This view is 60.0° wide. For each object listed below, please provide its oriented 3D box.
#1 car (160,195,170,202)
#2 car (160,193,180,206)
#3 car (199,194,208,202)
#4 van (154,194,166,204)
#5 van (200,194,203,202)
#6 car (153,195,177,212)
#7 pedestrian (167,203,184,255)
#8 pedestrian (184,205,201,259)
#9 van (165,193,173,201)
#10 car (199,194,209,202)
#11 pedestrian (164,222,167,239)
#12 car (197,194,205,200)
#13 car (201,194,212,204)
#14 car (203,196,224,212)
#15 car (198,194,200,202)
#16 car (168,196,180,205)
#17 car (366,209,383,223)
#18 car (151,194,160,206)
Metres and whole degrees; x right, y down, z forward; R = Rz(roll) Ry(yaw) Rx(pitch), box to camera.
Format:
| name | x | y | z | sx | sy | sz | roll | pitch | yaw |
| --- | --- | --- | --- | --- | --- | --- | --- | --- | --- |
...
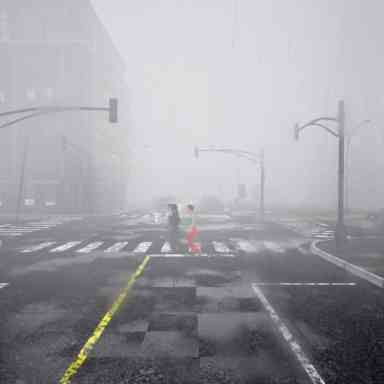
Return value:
| name | x | y | z | sx | sy | sz | roll | pitch | yaw |
| --- | --- | --- | --- | --- | --- | --- | --- | --- | --- |
| car | -5.782 | 1.467 | 71.927 | 1.887 | 1.381 | 4.507 | -1 | 0 | 0 |
| car | -3.146 | 1.312 | 49.381 | 2.097 | 1.767 | 4.553 | 0 | 0 | 0 |
| car | 2.564 | 1.351 | 77.615 | 1.967 | 1.590 | 4.097 | -1 | 0 | 0 |
| van | -5.773 | 1.284 | 60.635 | 1.690 | 1.788 | 3.998 | -1 | 0 | 0 |
| van | 2.582 | 1.293 | 55.032 | 1.690 | 1.788 | 3.998 | -1 | 0 | 0 |
| car | -3.140 | 1.450 | 39.316 | 1.882 | 1.535 | 5.008 | 0 | 0 | 0 |
| pedestrian | -0.586 | 1.290 | 11.836 | 0.375 | 1.860 | 0.375 | -1 | 1 | 0 |
| pedestrian | -0.002 | 1.291 | 11.230 | 0.375 | 1.860 | 0.375 | -1 | 1 | 0 |
| van | -5.797 | 1.239 | 83.221 | 1.690 | 1.788 | 3.998 | -1 | 0 | 0 |
| car | 2.564 | 1.363 | 71.969 | 1.967 | 1.590 | 4.097 | -1 | 0 | 0 |
| pedestrian | -0.765 | 1.290 | 12.431 | 0.375 | 1.860 | 0.375 | -1 | 1 | 0 |
| car | 2.575 | 1.311 | 94.553 | 1.967 | 1.590 | 4.097 | -1 | 0 | 0 |
| car | 2.595 | 1.407 | 43.740 | 1.967 | 1.590 | 4.097 | -1 | 0 | 0 |
| car | 2.603 | 1.519 | 38.095 | 1.887 | 1.381 | 4.507 | -1 | 0 | 0 |
| car | 2.578 | 1.488 | 60.678 | 1.887 | 1.381 | 4.507 | -1 | 0 | 0 |
| car | -3.143 | 1.508 | 59.535 | 1.994 | 1.385 | 4.181 | 0 | 0 | 0 |
| car | 14.824 | 1.605 | 23.737 | 4.181 | 1.385 | 1.994 | 0 | 1 | 1 |
| car | -5.763 | 1.518 | 54.990 | 1.947 | 1.339 | 4.313 | -1 | 0 | 0 |
